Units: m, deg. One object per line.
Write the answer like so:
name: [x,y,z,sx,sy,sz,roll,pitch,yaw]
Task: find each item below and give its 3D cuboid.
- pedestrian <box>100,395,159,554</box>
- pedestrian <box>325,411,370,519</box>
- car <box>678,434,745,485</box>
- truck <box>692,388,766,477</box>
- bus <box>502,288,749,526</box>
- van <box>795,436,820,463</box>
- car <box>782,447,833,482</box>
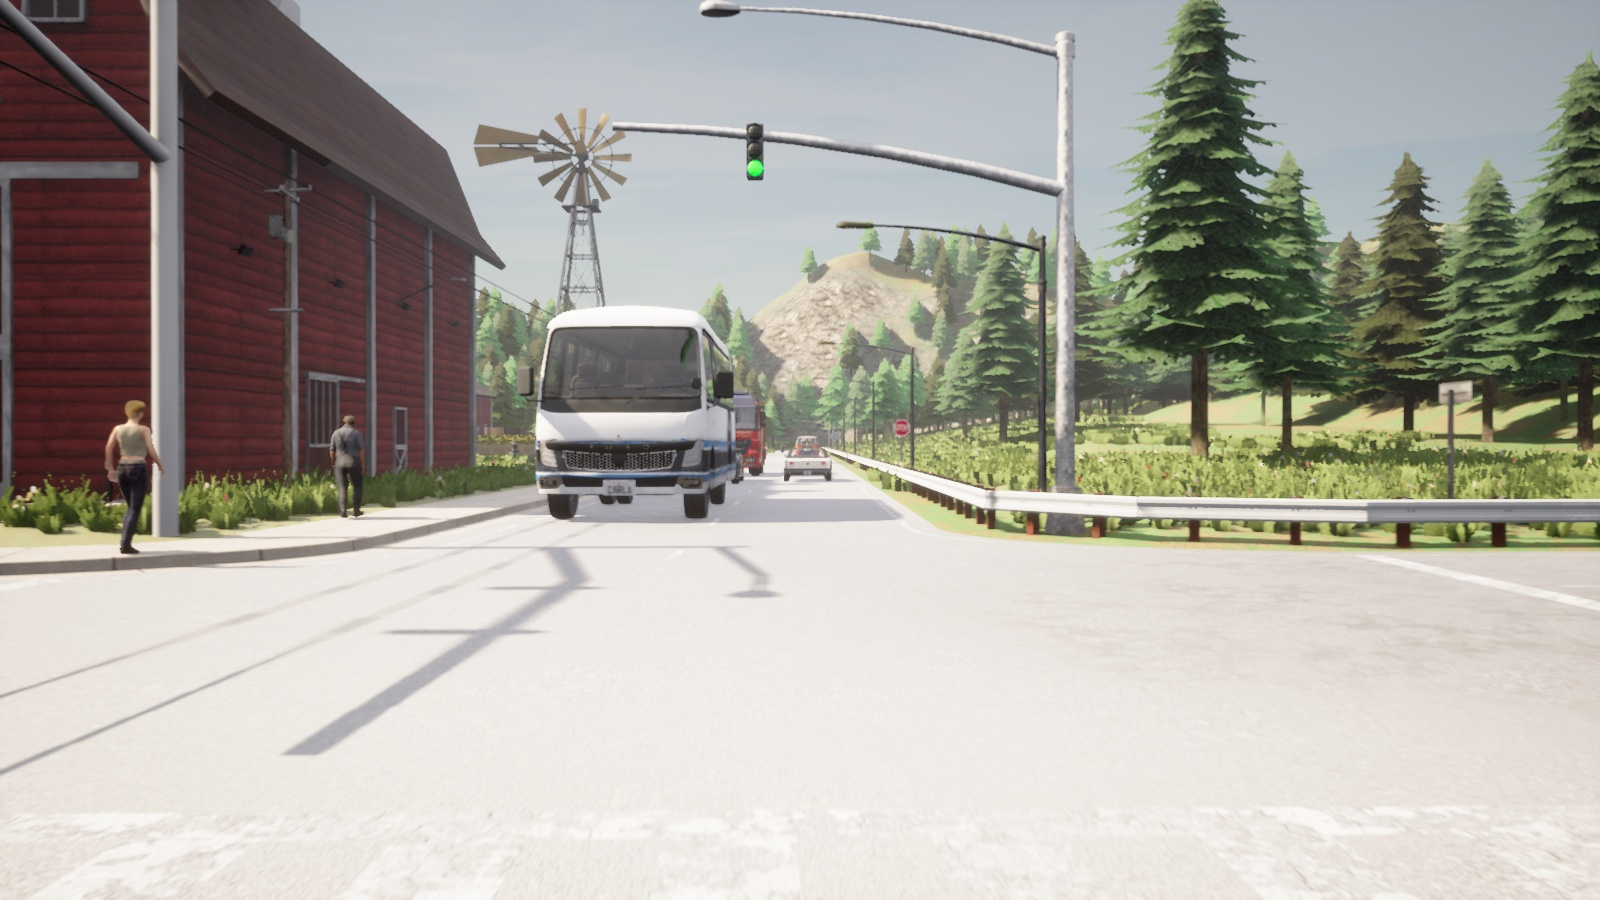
pedestrian: [-7.930,0.282,14.864,0.345,1.836,0.594,0,0,6]
pedestrian: [-7.883,0.261,21.895,0.540,1.848,0.694,0,0,-1]
car: [-3.219,0.317,46.505,2.097,1.767,4.553,0,0,0]
truck: [-3.153,-0.776,57.989,2.891,3.827,8.468,0,0,0]
bus: [-3.326,-0.802,27.598,3.944,4.253,10.273,0,0,0]
van: [0.550,-0.075,93.732,1.775,1.987,4.442,0,0,0]
car: [0.298,0.543,49.657,1.895,1.301,4.718,0,0,0]
